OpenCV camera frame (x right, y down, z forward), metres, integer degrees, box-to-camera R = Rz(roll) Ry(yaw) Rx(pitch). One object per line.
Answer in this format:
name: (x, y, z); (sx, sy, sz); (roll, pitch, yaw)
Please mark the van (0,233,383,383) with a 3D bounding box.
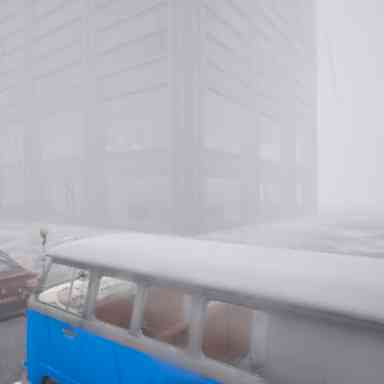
van: (0.164, 1.342, 2.852); (3.998, 1.788, 1.690); (0, 0, 36)
